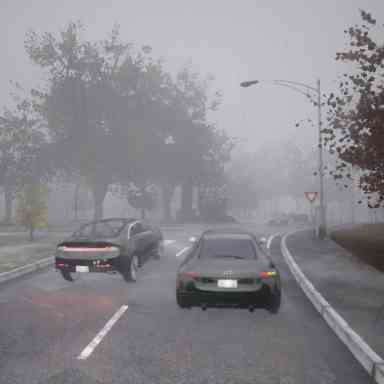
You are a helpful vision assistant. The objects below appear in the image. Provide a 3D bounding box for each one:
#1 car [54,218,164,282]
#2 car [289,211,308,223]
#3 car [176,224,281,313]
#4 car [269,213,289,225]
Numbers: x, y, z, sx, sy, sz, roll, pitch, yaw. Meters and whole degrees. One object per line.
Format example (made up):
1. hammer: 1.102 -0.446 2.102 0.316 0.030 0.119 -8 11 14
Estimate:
1. car: -2.143 1.523 9.871 2.128 1.511 4.902 -1 0 8
2. car: 13.404 3.230 43.226 1.882 1.535 5.008 1 -4 0
3. car: 0.838 1.565 7.801 1.994 1.385 4.181 -1 0 6
4. car: 9.774 3.015 37.778 1.895 1.301 4.718 -1 -4 16
